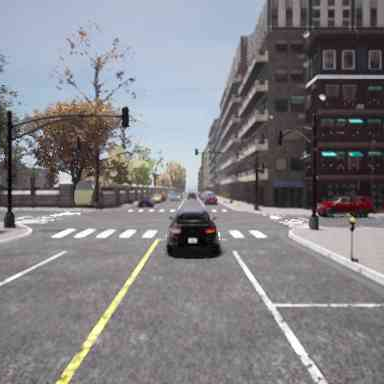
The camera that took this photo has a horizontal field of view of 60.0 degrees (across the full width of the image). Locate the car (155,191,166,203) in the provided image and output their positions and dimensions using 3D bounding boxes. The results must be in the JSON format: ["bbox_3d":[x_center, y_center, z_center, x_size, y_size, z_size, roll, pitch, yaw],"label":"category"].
[{"bbox_3d":[-5.699,1.016,52.978,1.752,1.417,4.829,0,1,0],"label":"car"}]

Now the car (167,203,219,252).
[{"bbox_3d":[0.039,1.392,13.096,1.812,1.442,4.674,0,1,0],"label":"car"}]

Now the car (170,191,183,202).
[{"bbox_3d":[-3.055,1.030,59.997,1.895,1.301,4.718,0,1,1],"label":"car"}]

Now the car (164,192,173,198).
[{"bbox_3d":[-5.705,0.690,81.296,1.967,1.590,4.097,0,0,0],"label":"car"}]

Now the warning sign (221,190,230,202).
[{"bbox_3d":[5.054,0.631,50.159,1.300,1.860,1.060,0,0,0],"label":"warning sign"}]

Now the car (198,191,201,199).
[{"bbox_3d":[2.679,0.831,64.409,1.967,1.590,4.097,0,0,0],"label":"car"}]

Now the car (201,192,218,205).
[{"bbox_3d":[2.682,1.084,47.519,1.887,1.381,4.507,0,1,0],"label":"car"}]

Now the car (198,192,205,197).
[{"bbox_3d":[2.672,0.704,92.559,1.887,1.381,4.507,0,0,0],"label":"car"}]

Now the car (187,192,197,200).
[{"bbox_3d":[-0.015,0.833,70.985,1.837,1.490,4.892,0,0,0],"label":"car"}]

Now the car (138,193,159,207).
[{"bbox_3d":[-5.697,1.157,41.888,1.947,1.339,4.313,0,1,0],"label":"car"}]

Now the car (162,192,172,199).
[{"bbox_3d":[-5.704,0.736,75.668,1.967,1.590,4.097,0,0,0],"label":"car"}]

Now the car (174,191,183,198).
[{"bbox_3d":[-3.017,0.508,75.611,1.837,1.490,4.892,0,0,0],"label":"car"}]

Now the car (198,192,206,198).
[{"bbox_3d":[2.673,0.754,86.930,2.008,1.369,4.403,0,0,0],"label":"car"}]

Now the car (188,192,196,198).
[{"bbox_3d":[-0.016,0.653,81.021,1.812,1.442,4.674,0,0,0],"label":"car"}]

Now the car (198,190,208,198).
[{"bbox_3d":[2.676,0.564,81.297,2.192,1.841,5.009,0,0,0],"label":"car"}]

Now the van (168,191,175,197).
[{"bbox_3d":[-5.708,0.501,92.556,1.690,1.788,3.998,0,0,0],"label":"van"}]

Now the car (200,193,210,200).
[{"bbox_3d":[2.677,0.894,70.040,2.008,1.369,4.403,0,0,0],"label":"car"}]

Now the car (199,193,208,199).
[{"bbox_3d":[2.676,0.841,75.669,1.887,1.381,4.507,0,0,0],"label":"car"}]

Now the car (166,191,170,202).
[{"bbox_3d":[-5.700,0.755,58.776,2.192,1.841,5.009,0,1,0],"label":"car"}]

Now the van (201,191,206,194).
[{"bbox_3d":[2.682,0.830,53.148,1.690,1.788,3.998,0,1,0],"label":"van"}]

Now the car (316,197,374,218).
[{"bbox_3d":[13.459,1.304,29.570,5.009,1.841,2.192,1,-1,-1],"label":"car"}]
